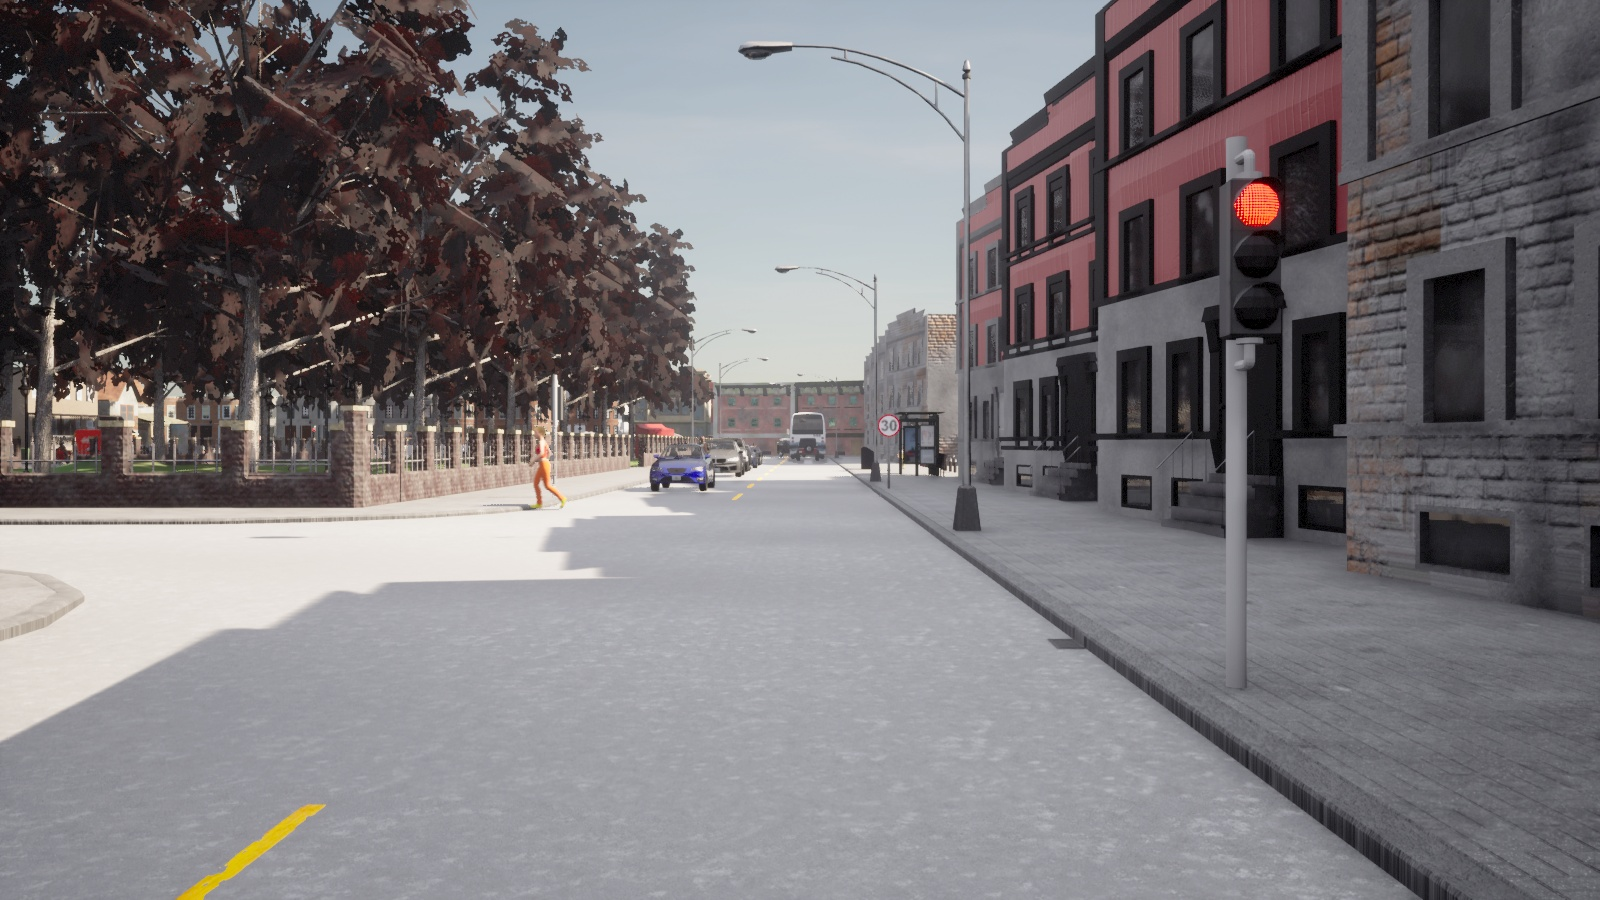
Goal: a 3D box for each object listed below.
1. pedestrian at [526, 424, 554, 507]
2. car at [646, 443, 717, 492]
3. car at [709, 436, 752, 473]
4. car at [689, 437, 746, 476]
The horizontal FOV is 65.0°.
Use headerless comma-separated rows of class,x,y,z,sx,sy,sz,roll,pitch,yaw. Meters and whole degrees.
pedestrian,-5.731,0.338,27.696,0.594,1.836,0.345,0,0,-14
car,-3.717,0.530,40.145,1.816,1.474,4.193,0,0,1
car,-3.565,0.191,65.413,1.932,1.855,4.605,0,0,1
car,-3.627,0.270,56.252,2.242,1.667,4.611,0,0,0
